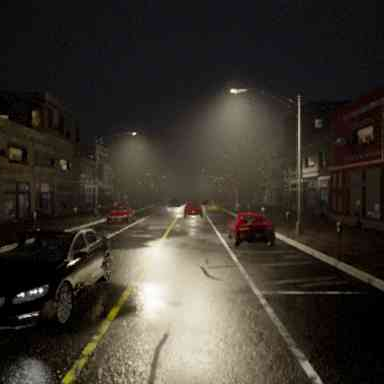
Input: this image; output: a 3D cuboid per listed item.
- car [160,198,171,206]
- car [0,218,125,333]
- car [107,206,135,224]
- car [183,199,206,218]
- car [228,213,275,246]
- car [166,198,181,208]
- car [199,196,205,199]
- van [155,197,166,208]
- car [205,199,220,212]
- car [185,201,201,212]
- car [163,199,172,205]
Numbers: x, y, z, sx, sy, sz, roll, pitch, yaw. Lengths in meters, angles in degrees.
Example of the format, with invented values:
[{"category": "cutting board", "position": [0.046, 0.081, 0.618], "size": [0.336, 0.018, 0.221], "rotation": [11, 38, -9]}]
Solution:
[{"category": "car", "position": [-5.604, 2.052, 71.308], "size": [1.967, 1.590, 4.097], "rotation": [0, 0, 0]}, {"category": "car", "position": [-3.093, 1.555, 7.225], "size": [2.128, 1.511, 4.902], "rotation": [0, 0, 0]}, {"category": "car", "position": [-5.659, 1.815, 26.956], "size": [1.802, 1.307, 4.206], "rotation": [0, 0, 0]}, {"category": "car", "position": [0.130, 1.772, 34.142], "size": [1.882, 1.535, 5.008], "rotation": [0, 0, 0]}, {"category": "car", "position": [2.706, 1.683, 15.858], "size": [1.887, 1.381, 4.507], "rotation": [-1, 0, 0]}, {"category": "car", "position": [-2.969, 1.968, 57.088], "size": [1.882, 1.535, 5.008], "rotation": [0, -1, 1]}, {"category": "car", "position": [2.770, 2.109, 65.753], "size": [1.887, 1.381, 4.507], "rotation": [-1, 0, 0]}, {"category": "van", "position": [-5.619, 1.858, 60.221], "size": [1.690, 1.788, 3.998], "rotation": [0, 0, 0]}, {"category": "car", "position": [2.742, 1.902, 43.748], "size": [1.752, 1.417, 4.829], "rotation": [-1, 0, 0]}, {"category": "car", "position": [0.136, 1.948, 44.670], "size": [1.994, 1.385, 4.181], "rotation": [0, 0, 0]}, {"category": "car", "position": [-5.596, 2.241, 76.850], "size": [1.802, 1.307, 4.206], "rotation": [0, 0, 0]}]
